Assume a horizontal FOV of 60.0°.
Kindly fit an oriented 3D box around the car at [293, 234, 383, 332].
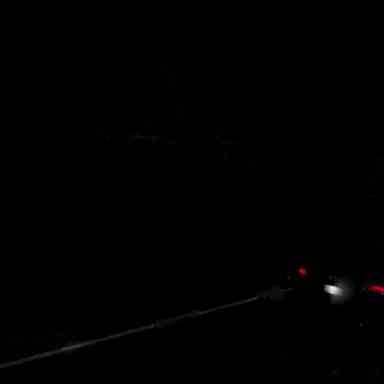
[{"bbox_3d":[3.903,1.533,6.478,4.181,1.385,1.994,0,0,-35],"label":"car"}]
